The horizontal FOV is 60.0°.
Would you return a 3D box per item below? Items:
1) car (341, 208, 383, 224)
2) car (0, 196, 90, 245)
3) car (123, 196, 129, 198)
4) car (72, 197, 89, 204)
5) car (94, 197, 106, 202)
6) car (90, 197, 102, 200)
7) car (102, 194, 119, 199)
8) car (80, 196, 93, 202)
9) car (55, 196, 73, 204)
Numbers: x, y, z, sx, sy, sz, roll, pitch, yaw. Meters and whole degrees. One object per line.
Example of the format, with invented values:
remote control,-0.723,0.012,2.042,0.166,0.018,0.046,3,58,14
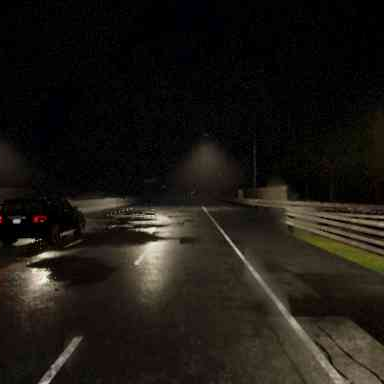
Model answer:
car,11.127,1.772,23.206,1.895,1.301,4.718,0,0,-24
car,-6.897,1.257,15.790,2.150,2.045,5.566,0,0,0
car,-17.560,1.890,89.035,1.994,1.385,4.181,0,0,0
car,-24.504,1.808,73.169,2.033,1.411,5.357,0,0,0
car,-24.560,1.932,88.970,1.895,1.301,4.718,0,0,0
car,-21.004,1.747,73.187,1.882,1.535,5.008,0,0,0
car,-17.504,1.494,73.175,2.150,2.045,5.566,0,0,0
car,-28.059,1.811,88.679,1.882,1.535,5.008,0,0,0
car,-28.003,1.745,72.844,1.882,1.535,5.008,0,0,0
